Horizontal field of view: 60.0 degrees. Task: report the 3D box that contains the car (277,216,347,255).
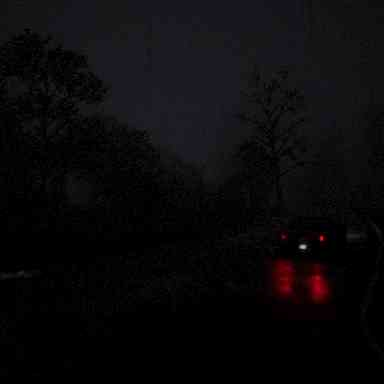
[{"bbox_3d":[5.088,1.644,13.640,1.895,1.301,4.718,-1,0,32],"label":"car"}]
